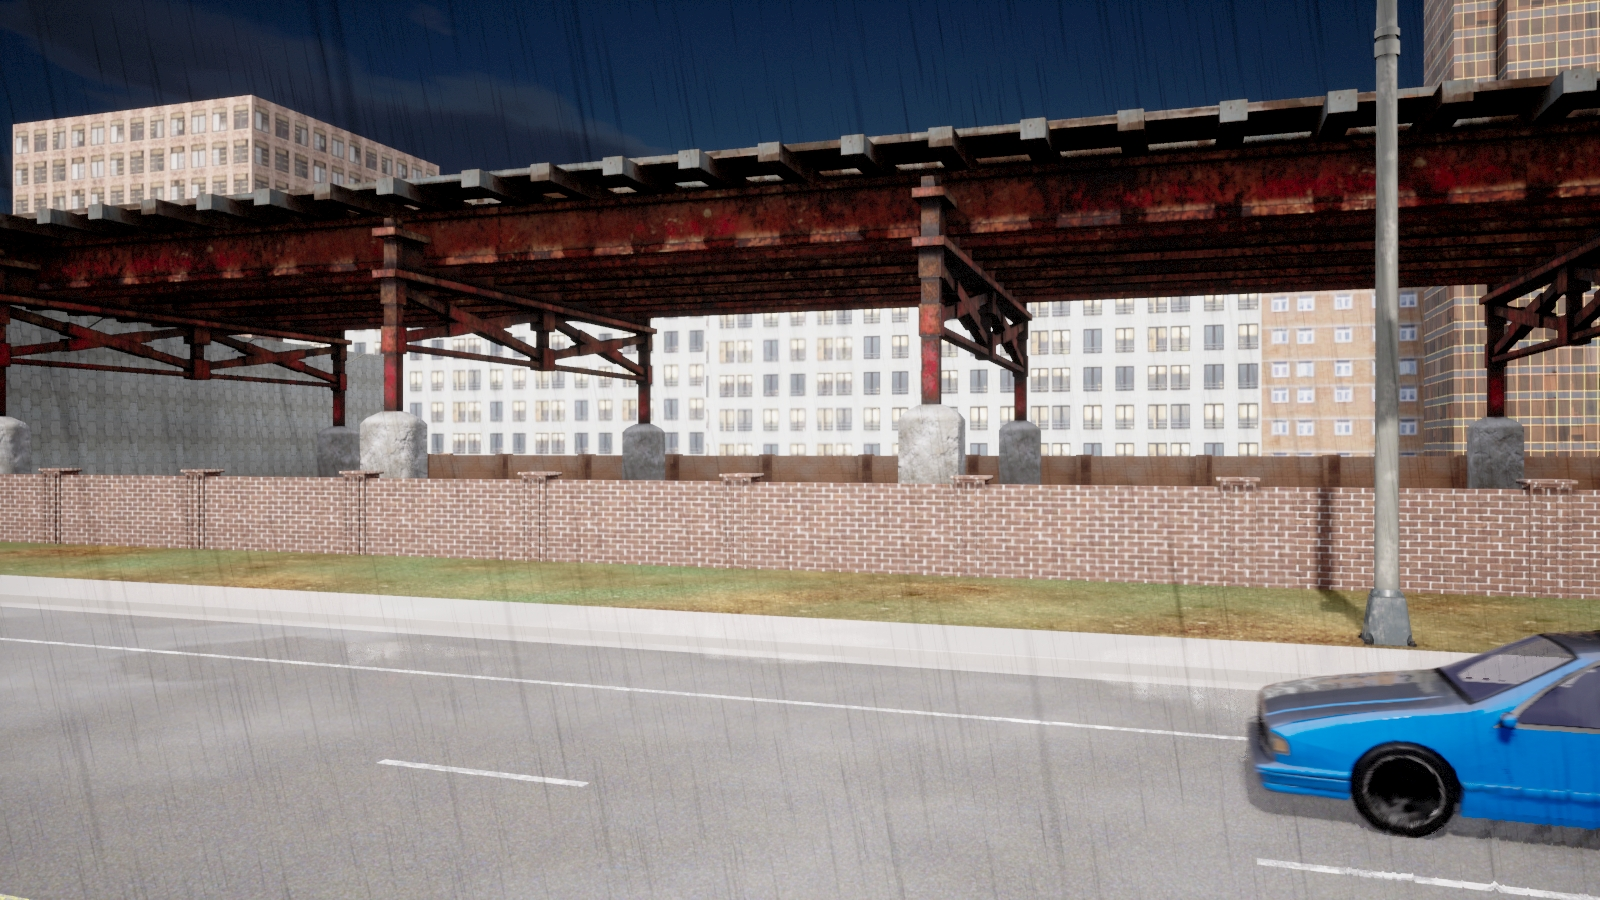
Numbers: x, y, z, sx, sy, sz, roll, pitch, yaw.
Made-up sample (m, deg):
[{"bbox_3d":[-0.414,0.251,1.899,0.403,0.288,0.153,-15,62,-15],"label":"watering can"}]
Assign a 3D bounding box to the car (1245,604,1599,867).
[{"bbox_3d":[6.207,2.106,8.489,5.357,1.411,2.033,0,0,20],"label":"car"}]
